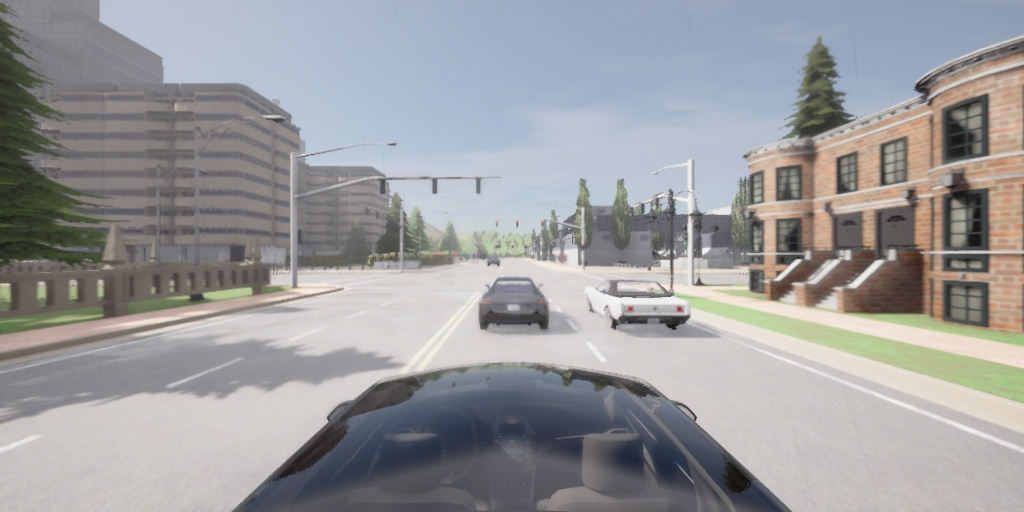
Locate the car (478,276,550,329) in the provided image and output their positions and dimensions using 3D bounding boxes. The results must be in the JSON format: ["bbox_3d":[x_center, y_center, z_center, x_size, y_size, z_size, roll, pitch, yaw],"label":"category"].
[{"bbox_3d":[0.061,1.309,11.228,1.994,1.385,4.181,0,0,0],"label":"car"}]

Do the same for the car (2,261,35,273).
[{"bbox_3d":[-44.599,1.217,30.520,5.008,1.535,1.882,0,0,0],"label":"car"}]

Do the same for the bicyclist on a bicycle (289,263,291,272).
[{"bbox_3d":[-25.257,1.039,41.470,0.582,1.620,1.656,0,0,0],"label":"bicyclist on a bicycle"}]

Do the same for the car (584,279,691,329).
[{"bbox_3d":[3.559,1.348,11.183,1.895,1.301,4.718,0,0,0],"label":"car"}]
